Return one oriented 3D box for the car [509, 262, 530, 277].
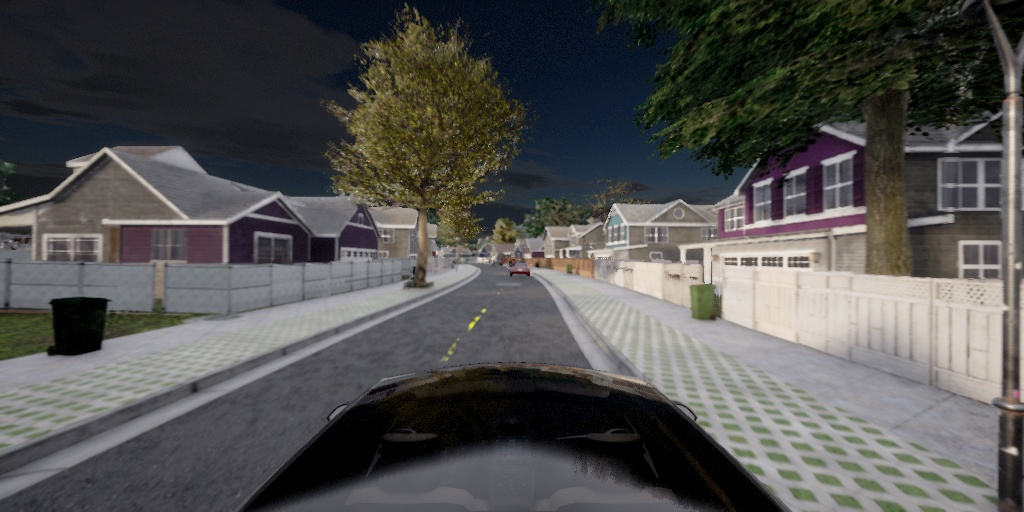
[{"bbox_3d":[0.740,1.238,35.536,1.994,1.385,4.181,0,0,-1],"label":"car"}]
